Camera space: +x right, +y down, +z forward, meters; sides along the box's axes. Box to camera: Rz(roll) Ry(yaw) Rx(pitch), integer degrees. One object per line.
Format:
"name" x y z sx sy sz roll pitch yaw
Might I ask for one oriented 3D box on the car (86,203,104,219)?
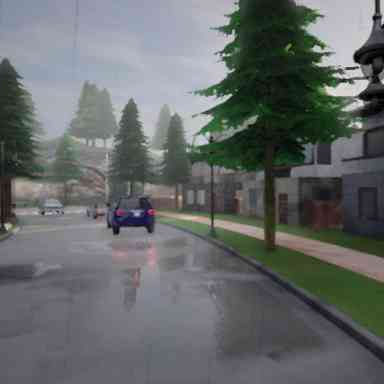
"car" -7.915 1.585 29.052 1.895 1.301 4.718 0 0 -28

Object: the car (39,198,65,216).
"car" -13.468 1.340 31.796 1.812 1.442 4.674 0 0 -29

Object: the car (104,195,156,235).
"car" -3.617 1.202 19.207 2.150 2.045 5.566 0 0 -19
